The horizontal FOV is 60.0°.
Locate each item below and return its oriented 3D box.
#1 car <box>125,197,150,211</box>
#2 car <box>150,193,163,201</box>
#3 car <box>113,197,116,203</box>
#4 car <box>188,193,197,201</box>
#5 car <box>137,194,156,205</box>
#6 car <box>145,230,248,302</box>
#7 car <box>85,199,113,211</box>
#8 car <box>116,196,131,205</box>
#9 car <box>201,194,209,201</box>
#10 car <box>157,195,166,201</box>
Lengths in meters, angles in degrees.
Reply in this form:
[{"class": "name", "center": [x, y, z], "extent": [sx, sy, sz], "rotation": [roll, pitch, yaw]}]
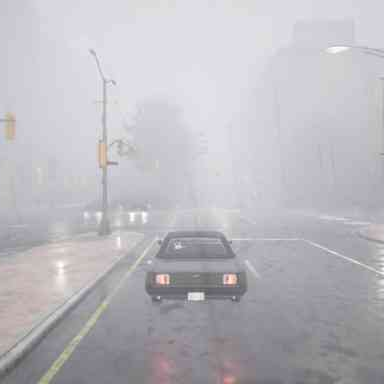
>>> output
[{"class": "car", "center": [-6.813, 1.601, 41.013], "extent": [1.895, 1.301, 4.718], "rotation": [0, 0, -17]}, {"class": "car", "center": [-7.948, 1.540, 73.238], "extent": [2.033, 1.411, 5.357], "rotation": [0, 0, 0]}, {"class": "car", "center": [-14.702, 1.595, 66.897], "extent": [1.895, 1.301, 4.718], "rotation": [0, 0, 0]}, {"class": "car", "center": [0.061, 1.218, 86.531], "extent": [2.150, 2.045, 5.566], "rotation": [0, 0, 0]}, {"class": "car", "center": [-8.039, 1.563, 58.120], "extent": [1.994, 1.385, 4.181], "rotation": [0, 0, 0]}, {"class": "car", "center": [0.080, 1.601, 8.233], "extent": [1.895, 1.301, 4.718], "rotation": [0, 0, 0]}, {"class": "car", "center": [-11.571, 1.601, 40.797], "extent": [1.895, 1.301, 4.718], "rotation": [0, 0, 0]}, {"class": "car", "center": [-11.535, 1.505, 58.493], "extent": [1.837, 1.490, 4.892], "rotation": [0, 0, 0]}, {"class": "car", "center": [3.561, 1.519, 86.915], "extent": [2.128, 1.511, 4.902], "rotation": [0, 0, 0]}, {"class": "car", "center": [-7.938, 1.542, 88.082], "extent": [1.994, 1.385, 4.181], "rotation": [0, 0, 0]}]
